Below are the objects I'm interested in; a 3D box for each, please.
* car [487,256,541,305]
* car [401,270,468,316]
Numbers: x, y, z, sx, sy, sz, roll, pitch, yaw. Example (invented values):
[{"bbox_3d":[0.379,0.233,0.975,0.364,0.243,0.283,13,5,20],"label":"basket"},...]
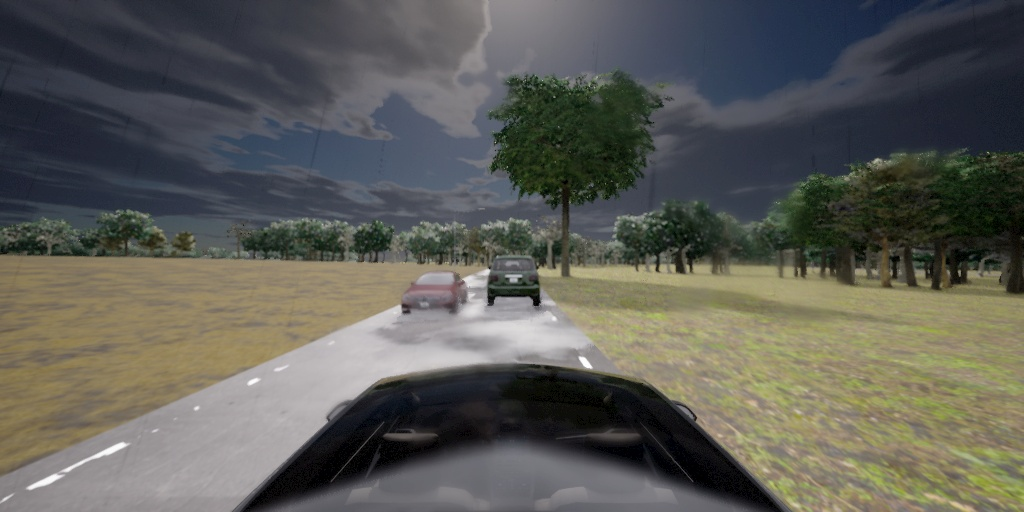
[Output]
[{"bbox_3d":[0.072,1.003,16.244,2.150,2.045,5.566,0,0,0],"label":"car"},{"bbox_3d":[-2.765,1.299,13.709,1.812,1.442,4.674,0,0,0],"label":"car"}]
